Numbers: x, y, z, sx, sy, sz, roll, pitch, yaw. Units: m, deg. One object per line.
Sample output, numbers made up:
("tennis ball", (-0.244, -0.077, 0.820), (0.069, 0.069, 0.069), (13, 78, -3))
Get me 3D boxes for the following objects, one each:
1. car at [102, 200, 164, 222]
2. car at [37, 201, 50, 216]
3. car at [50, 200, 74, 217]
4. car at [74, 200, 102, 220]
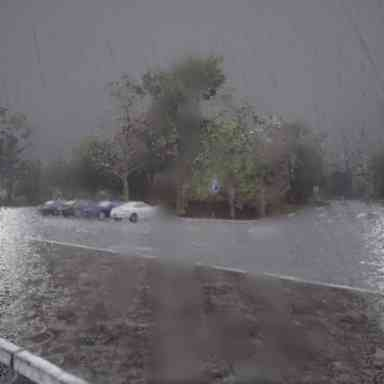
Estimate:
("car", (-4.147, 1.463, 25.477), (2.002, 1.452, 4.674), (0, 0, 35))
("car", (-12.043, 1.442, 31.107), (2.002, 1.452, 4.674), (0, 0, 36))
("car", (-9.377, 1.410, 29.203), (2.231, 1.521, 4.892), (0, 0, 35))
("car", (-6.705, 1.416, 27.312), (2.097, 1.535, 5.008), (0, 0, 35))
